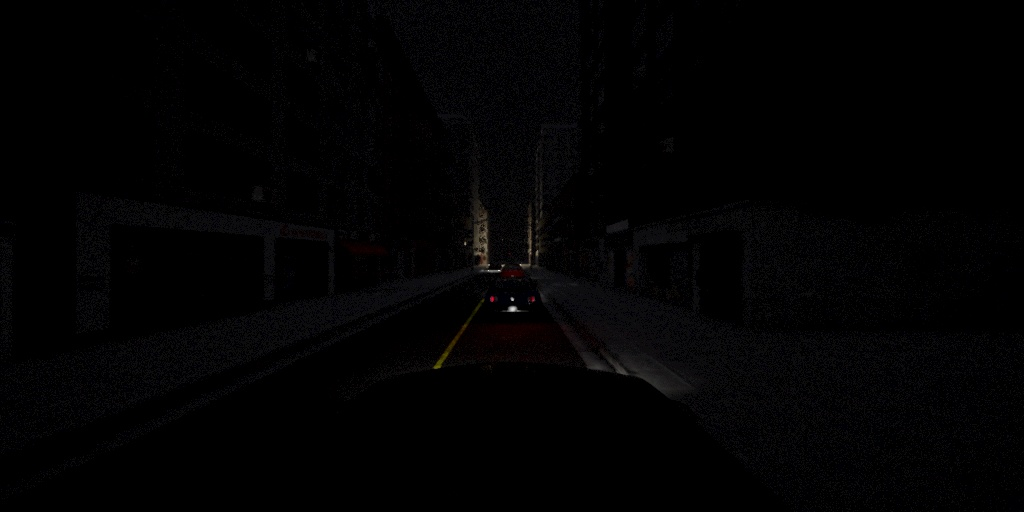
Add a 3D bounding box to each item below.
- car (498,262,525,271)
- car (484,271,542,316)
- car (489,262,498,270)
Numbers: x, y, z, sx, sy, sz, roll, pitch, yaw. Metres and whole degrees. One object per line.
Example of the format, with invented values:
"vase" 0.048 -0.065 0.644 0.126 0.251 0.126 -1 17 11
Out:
"car" 0.056 1.413 30.535 1.882 1.535 5.008 0 0 0
"car" 0.040 1.424 13.716 1.895 1.301 4.718 0 0 0
"car" -2.788 1.714 60.663 1.994 1.385 4.181 0 0 1
